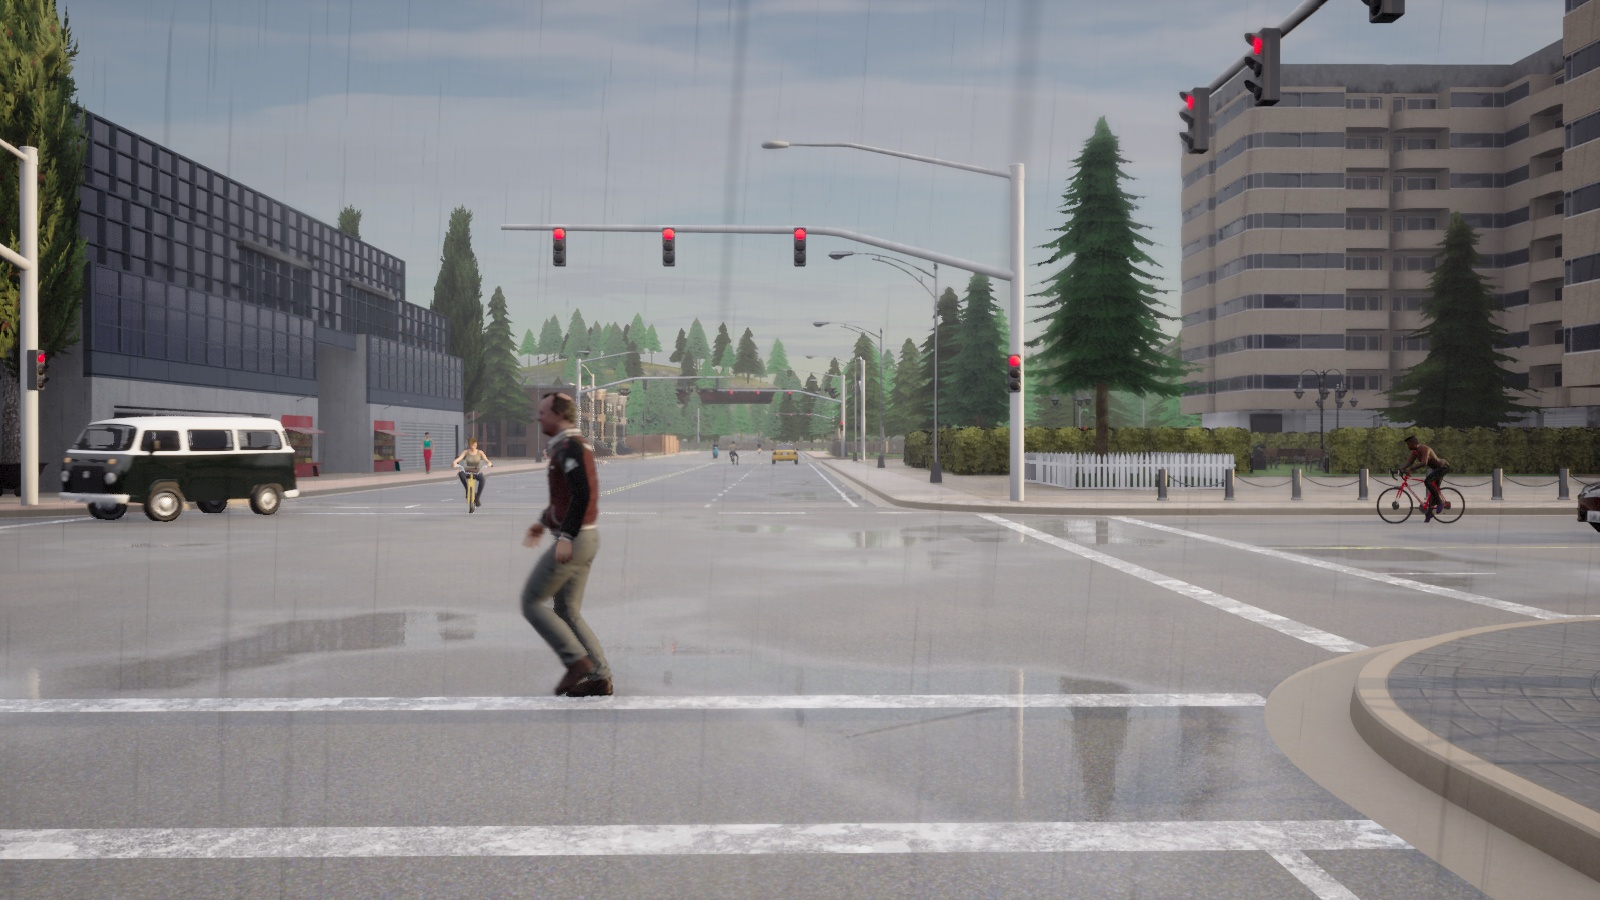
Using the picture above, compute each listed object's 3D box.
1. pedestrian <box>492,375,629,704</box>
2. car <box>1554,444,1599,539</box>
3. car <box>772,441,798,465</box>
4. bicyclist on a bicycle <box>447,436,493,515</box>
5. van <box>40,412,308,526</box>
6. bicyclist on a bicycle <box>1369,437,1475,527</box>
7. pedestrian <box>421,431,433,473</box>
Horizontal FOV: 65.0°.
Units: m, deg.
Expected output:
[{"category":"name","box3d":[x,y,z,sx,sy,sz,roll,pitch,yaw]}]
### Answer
[{"category":"pedestrian","box3d":[-1.377,0.505,7.278,0.720,1.854,0.376,0,0,0]},{"category":"car","box3d":[14.827,0.647,19.625,4.792,1.488,2.163,0,0,-1]},{"category":"car","box3d":[-1.048,0.189,87.747,1.801,1.575,5.366,0,0,-1]},{"category":"bicyclist on a bicycle","box3d":[-6.996,0.527,26.697,0.866,1.612,1.509,1,0,-13]},{"category":"van","box3d":[-12.292,0.318,25.005,2.069,2.038,4.480,1,1,24]},{"category":"bicyclist on a bicycle","box3d":[11.414,0.578,23.080,1.656,1.620,0.582,0,0,-1]},{"category":"pedestrian","box3d":[-16.092,0.086,54.220,0.345,1.836,0.594,0,0,-1]}]
